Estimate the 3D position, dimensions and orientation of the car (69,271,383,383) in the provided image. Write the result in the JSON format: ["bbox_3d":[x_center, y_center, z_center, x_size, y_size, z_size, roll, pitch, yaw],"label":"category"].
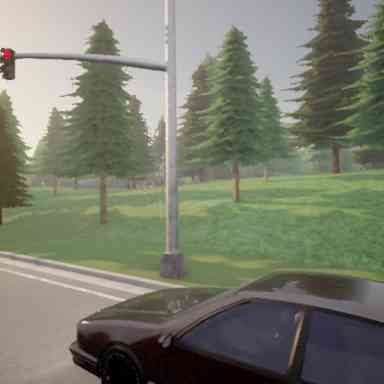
[{"bbox_3d":[1.129,1.556,3.186,5.357,1.411,2.033,-1,0,35],"label":"car"}]
